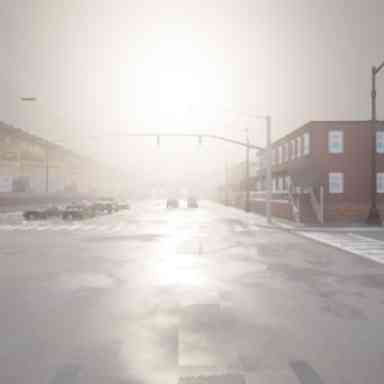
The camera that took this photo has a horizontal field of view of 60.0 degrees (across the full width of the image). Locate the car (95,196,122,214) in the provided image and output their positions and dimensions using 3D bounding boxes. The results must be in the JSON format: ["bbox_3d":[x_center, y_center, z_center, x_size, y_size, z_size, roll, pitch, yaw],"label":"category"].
[{"bbox_3d":[-10.587,1.548,41.127,2.150,2.045,5.566,0,0,0],"label":"car"}]

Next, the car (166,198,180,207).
[{"bbox_3d":[-3.487,1.826,59.874,2.097,1.767,4.553,0,0,0],"label":"car"}]

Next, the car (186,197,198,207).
[{"bbox_3d":[0.110,2.019,59.545,2.033,1.411,5.357,0,0,0],"label":"car"}]

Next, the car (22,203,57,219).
[{"bbox_3d":[-14.095,1.801,31.914,2.033,1.411,5.357,0,0,0],"label":"car"}]

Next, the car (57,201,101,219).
[{"bbox_3d":[-10.607,1.851,31.500,1.895,1.301,4.718,0,0,3],"label":"car"}]

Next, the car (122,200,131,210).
[{"bbox_3d":[-10.551,1.929,50.920,1.812,1.442,4.674,0,0,0],"label":"car"}]

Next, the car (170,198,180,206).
[{"bbox_3d":[-3.491,2.031,69.870,1.882,1.535,5.008,0,0,0],"label":"car"}]

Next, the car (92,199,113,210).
[{"bbox_3d":[-14.034,1.892,52.266,1.882,1.535,5.008,0,0,1],"label":"car"}]
